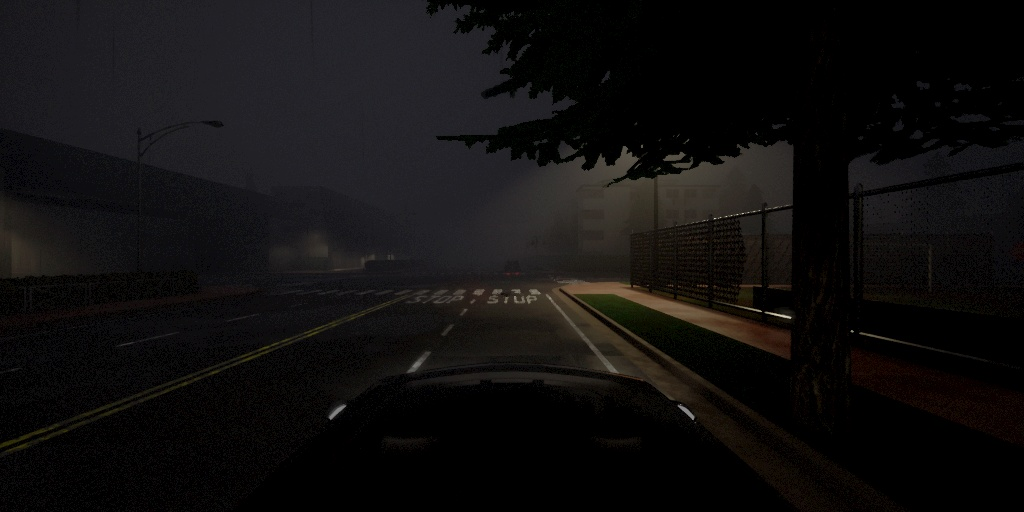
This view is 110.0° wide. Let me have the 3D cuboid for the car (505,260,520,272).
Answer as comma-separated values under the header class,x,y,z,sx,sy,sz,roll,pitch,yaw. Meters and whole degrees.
class,x,y,z,sx,sy,sz,roll,pitch,yaw
car,0.067,1.246,46.448,2.128,1.511,4.902,0,0,-1
